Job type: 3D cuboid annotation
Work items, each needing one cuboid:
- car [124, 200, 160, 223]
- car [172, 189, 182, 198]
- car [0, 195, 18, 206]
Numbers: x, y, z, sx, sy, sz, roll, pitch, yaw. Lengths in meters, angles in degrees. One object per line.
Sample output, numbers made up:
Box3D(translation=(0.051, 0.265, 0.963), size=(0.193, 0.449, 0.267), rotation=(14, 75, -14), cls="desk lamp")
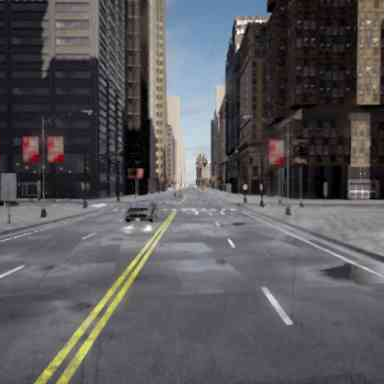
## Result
Box3D(translation=(-3.339, 1.302, 23.179), size=(2.033, 1.411, 5.357), rotation=(0, 1, 0), cls="car")
Box3D(translation=(-3.296, 0.630, 76.974), size=(2.128, 1.511, 4.902), rotation=(0, 1, 0), cls="car")
Box3D(translation=(-22.802, 0.993, 39.040), size=(4.507, 1.381, 1.887), rotation=(0, 1, 0), cls="car")
